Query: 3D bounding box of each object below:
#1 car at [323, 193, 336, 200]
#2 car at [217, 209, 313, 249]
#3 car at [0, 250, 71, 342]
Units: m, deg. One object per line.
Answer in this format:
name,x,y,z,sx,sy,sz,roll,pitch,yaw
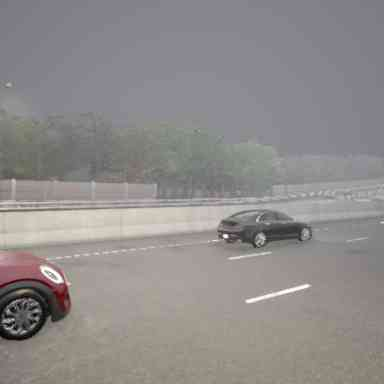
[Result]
car,31.407,0.895,75.822,1.882,1.535,5.008,0,2,37
car,3.322,1.517,14.683,4.892,1.490,1.837,0,0,-35
car,-4.276,1.350,4.992,4.553,1.767,2.097,0,0,-35
